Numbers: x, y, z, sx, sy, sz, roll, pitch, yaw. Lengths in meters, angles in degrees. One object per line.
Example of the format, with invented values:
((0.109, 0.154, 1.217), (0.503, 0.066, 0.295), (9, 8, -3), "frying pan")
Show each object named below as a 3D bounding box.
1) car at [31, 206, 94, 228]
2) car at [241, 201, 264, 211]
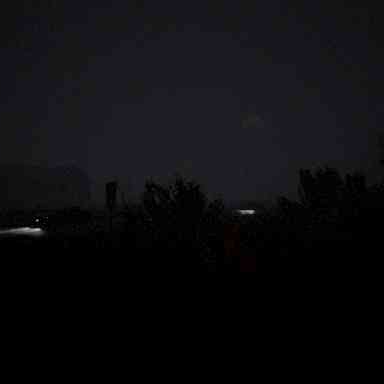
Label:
((-9.057, 1.705, 23.499), (1.994, 1.385, 4.181), (0, 0, 33), "car")
((8.944, 1.997, 48.993), (1.994, 1.385, 4.181), (0, -1, 37), "car")
